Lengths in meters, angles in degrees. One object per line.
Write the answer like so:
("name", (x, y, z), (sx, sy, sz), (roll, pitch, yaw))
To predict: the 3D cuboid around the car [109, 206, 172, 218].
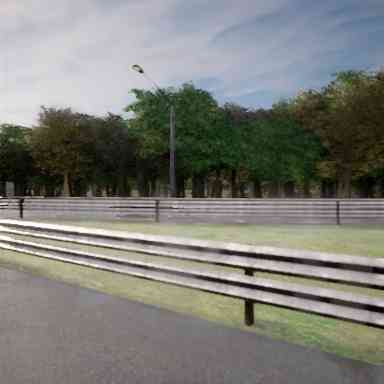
("car", (-4.026, 1.255, 25.439), (4.718, 1.301, 1.895), (0, 0, 18))
